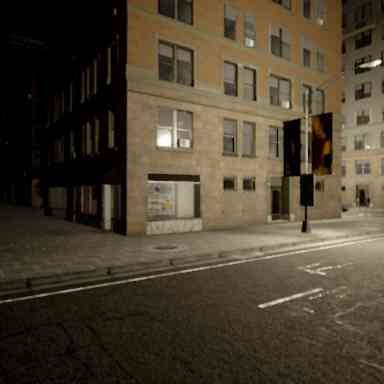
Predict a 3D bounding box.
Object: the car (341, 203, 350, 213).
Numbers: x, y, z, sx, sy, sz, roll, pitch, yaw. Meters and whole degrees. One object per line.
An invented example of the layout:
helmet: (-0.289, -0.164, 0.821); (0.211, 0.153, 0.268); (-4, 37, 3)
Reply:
car: (14.262, 1.423, 35.586); (1.882, 1.535, 5.008); (0, 0, -35)
